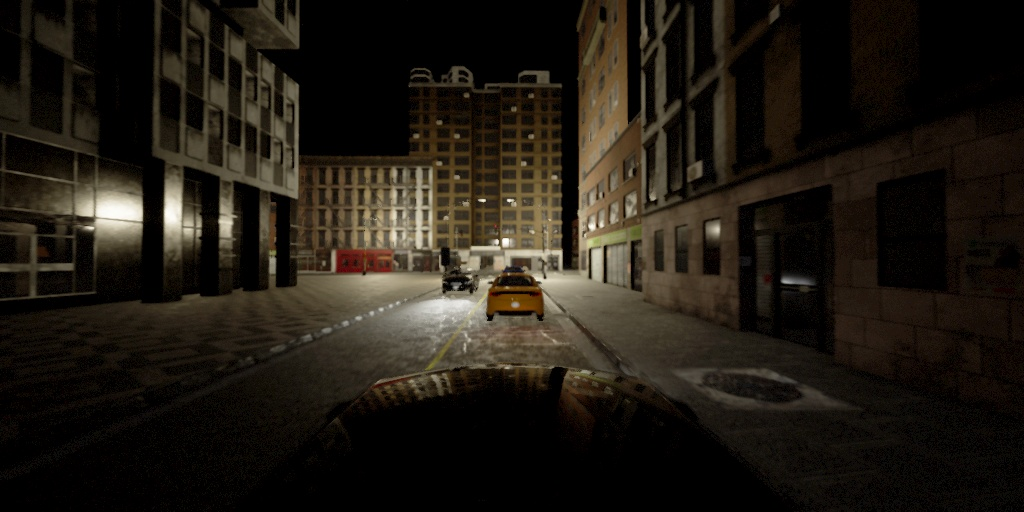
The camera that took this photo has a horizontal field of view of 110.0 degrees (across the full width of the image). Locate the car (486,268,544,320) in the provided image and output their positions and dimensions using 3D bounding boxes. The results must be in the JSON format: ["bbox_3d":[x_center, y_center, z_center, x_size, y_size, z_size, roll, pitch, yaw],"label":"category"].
[{"bbox_3d":[0.102,1.375,13.449,1.882,1.535,5.008,0,-1,0],"label":"car"}]

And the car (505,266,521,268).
[{"bbox_3d":[0.116,1.575,30.170,1.882,1.535,5.008,0,-1,0],"label":"car"}]

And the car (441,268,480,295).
[{"bbox_3d":[-3.094,1.495,22.180,2.128,1.511,4.902,0,-1,0],"label":"car"}]
